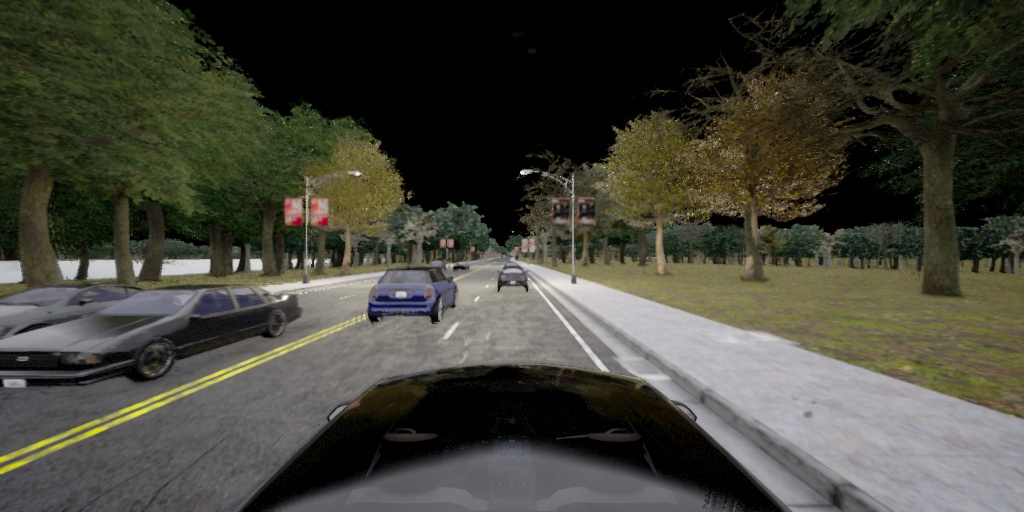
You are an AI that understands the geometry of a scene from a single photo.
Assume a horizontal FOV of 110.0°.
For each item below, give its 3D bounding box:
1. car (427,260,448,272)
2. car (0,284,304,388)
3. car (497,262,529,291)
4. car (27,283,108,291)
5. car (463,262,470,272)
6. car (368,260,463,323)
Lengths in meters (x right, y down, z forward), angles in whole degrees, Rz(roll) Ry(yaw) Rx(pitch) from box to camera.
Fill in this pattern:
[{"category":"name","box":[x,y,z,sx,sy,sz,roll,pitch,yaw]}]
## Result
[{"category":"car","box":[-10.044,1.362,48.475,1.837,1.490,4.892,0,0,0]},{"category":"car","box":[-6.604,1.305,7.420,2.033,1.411,5.357,0,0,0]},{"category":"car","box":[0.049,1.311,22.210,1.812,1.442,4.674,0,0,0]},{"category":"car","box":[-9.856,1.323,7.977,1.994,1.385,4.181,0,0,0]},{"category":"car","box":[-6.793,1.457,48.342,1.895,1.301,4.718,0,0,0]},{"category":"car","box":[-3.165,1.117,12.354,2.097,1.767,4.553,0,0,0]}]
